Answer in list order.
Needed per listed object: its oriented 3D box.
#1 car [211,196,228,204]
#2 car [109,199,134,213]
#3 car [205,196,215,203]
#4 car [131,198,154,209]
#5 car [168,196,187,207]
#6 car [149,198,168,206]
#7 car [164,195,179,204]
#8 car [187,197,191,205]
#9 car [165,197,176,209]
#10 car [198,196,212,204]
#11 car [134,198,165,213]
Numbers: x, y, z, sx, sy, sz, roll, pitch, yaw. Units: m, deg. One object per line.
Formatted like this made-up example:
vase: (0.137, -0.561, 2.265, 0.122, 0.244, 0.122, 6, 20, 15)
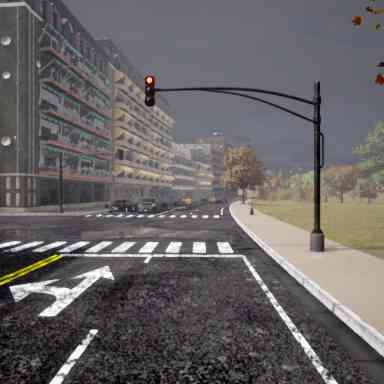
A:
car: (5.722, 1.780, 68.634, 2.033, 1.411, 5.357, 0, 0, 9)
car: (-8.037, 1.584, 38.379, 1.837, 1.490, 4.892, 0, 0, 5)
car: (4.335, 1.726, 79.323, 1.882, 1.535, 5.008, 0, 0, 12)
car: (-7.045, 1.670, 48.075, 2.033, 1.411, 5.357, 0, 0, 6)
car: (-2.670, 1.710, 56.674, 2.033, 1.411, 5.357, 0, 0, 8)
car: (-5.738, 1.716, 58.147, 2.033, 1.411, 5.357, 0, 0, 8)
car: (-4.211, 1.576, 68.281, 2.097, 1.767, 4.553, 0, 0, 9)
car: (-1.358, 1.688, 65.569, 1.882, 1.535, 5.008, 0, 0, 9)
car: (-3.892, 1.720, 47.101, 1.895, 1.301, 4.718, 0, 0, 7)
car: (2.509, 1.725, 69.124, 2.128, 1.511, 4.902, 0, 0, 9)
car: (-4.793, 1.431, 38.154, 2.097, 1.767, 4.553, 0, 0, 5)
